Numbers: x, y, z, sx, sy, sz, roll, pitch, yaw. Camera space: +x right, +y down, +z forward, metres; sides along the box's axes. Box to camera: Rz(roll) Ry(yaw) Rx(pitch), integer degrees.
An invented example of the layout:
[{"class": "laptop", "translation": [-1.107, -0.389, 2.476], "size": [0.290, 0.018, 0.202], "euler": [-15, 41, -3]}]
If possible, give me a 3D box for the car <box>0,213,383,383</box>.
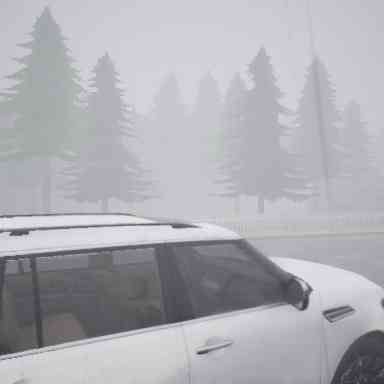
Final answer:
[{"class": "car", "translation": [-0.461, 1.224, 3.035], "size": [5.566, 2.045, 2.150], "euler": [0, 0, -30]}]
